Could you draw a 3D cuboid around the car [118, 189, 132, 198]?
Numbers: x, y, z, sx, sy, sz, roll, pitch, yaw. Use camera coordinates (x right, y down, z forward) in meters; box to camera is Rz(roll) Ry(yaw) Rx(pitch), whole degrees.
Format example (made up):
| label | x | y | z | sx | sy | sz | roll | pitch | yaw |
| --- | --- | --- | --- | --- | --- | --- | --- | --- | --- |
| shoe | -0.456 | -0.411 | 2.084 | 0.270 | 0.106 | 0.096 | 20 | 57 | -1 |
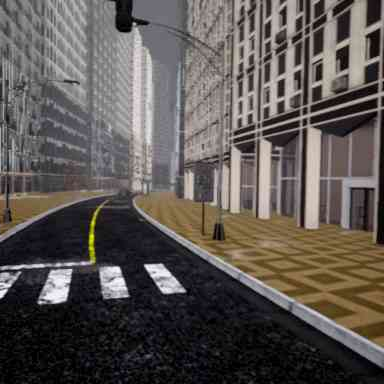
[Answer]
| label | x | y | z | sx | sy | sz | roll | pitch | yaw |
| --- | --- | --- | --- | --- | --- | --- | --- | --- | --- |
| car | -11.144 | 0.155 | 55.735 | 1.882 | 1.535 | 5.008 | 1 | 1 | -5 |
